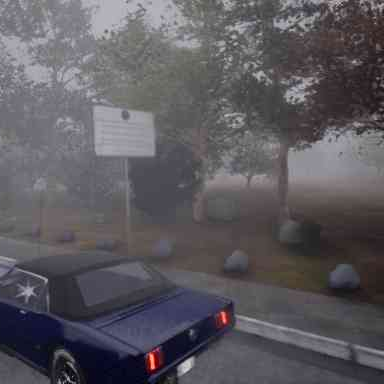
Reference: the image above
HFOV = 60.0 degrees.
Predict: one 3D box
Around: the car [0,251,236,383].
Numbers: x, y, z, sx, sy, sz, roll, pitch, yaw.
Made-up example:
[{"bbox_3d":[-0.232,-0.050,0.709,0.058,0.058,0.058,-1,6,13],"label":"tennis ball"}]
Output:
[{"bbox_3d":[-1.858,1.568,4.889,4.718,1.301,1.895,1,0,36],"label":"car"}]
